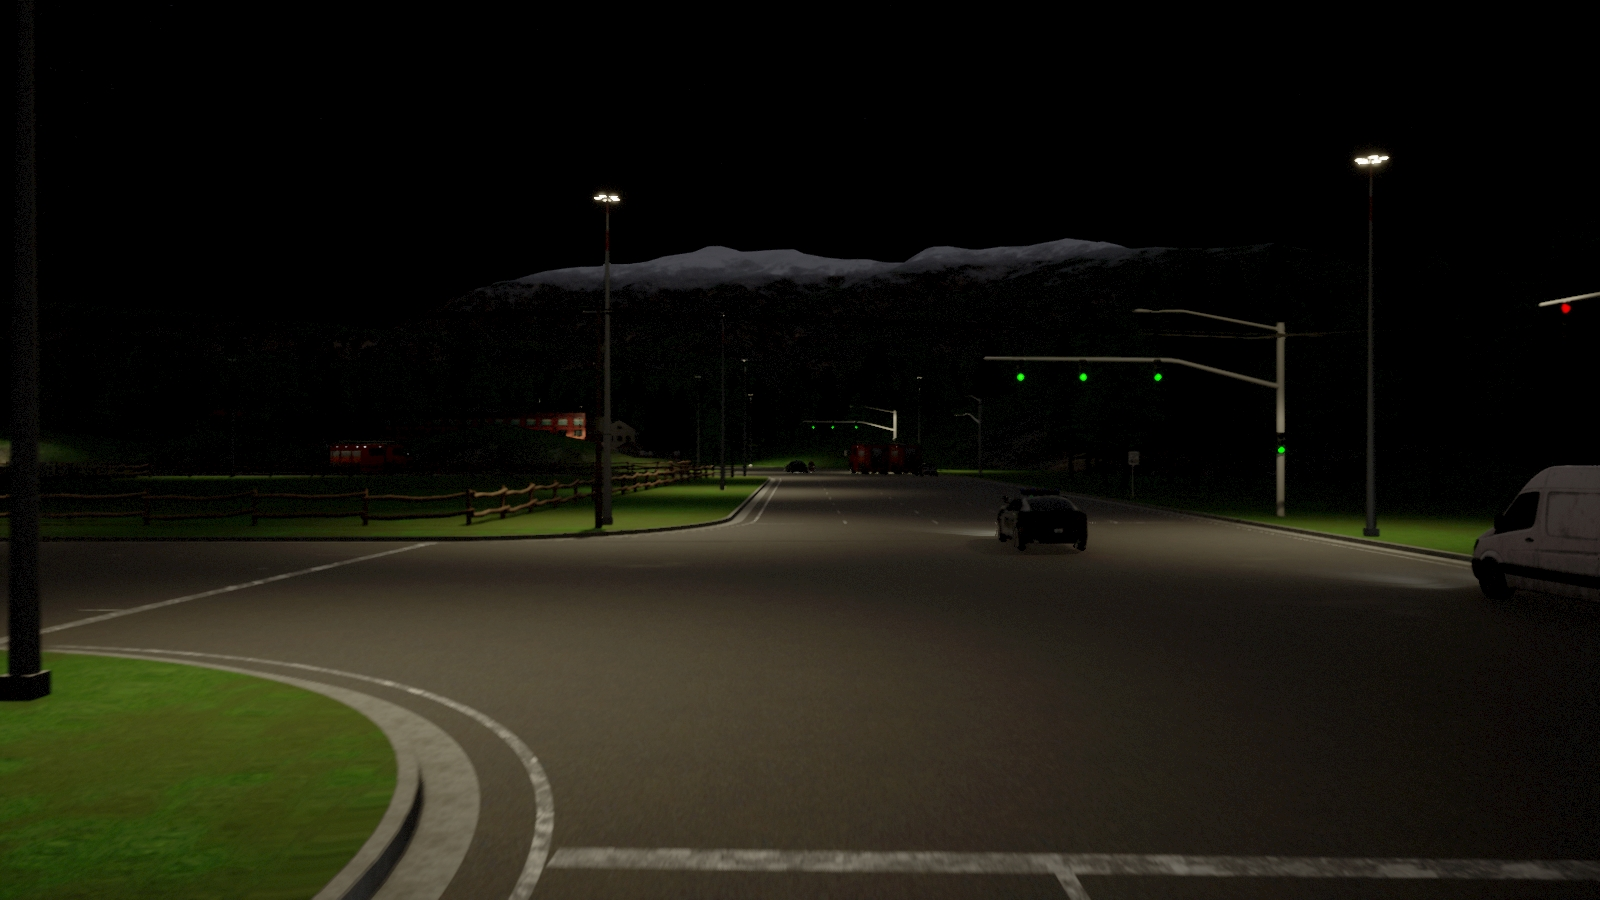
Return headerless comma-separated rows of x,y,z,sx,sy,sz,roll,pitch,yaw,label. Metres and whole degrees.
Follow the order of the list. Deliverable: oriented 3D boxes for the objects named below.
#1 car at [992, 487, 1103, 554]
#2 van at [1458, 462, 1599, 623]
7.105,1.977,33.365,2.097,1.638,5.238,0,0,0,car
13.987,1.531,19.615,1.988,2.561,5.915,0,0,0,van
